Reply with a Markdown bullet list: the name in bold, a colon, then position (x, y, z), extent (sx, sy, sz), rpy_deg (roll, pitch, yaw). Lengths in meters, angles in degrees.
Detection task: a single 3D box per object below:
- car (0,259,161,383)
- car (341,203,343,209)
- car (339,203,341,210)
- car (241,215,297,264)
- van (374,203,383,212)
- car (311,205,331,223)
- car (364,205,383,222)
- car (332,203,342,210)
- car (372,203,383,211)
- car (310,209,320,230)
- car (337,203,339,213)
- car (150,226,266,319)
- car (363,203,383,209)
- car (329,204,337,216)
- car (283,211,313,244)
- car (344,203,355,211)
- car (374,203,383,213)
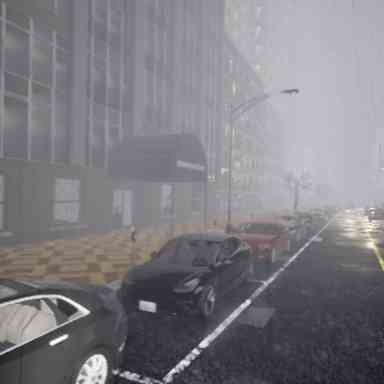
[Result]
- **car**: position (-2.292, 1.534, 2.663), extent (2.008, 1.369, 4.403), rpy_deg (0, -1, 26)
- **car**: position (29.720, 3.135, 69.048), extent (1.752, 1.417, 4.829), rpy_deg (0, -1, 26)
- **car**: position (24.858, 2.803, 58.965), extent (1.967, 1.590, 4.097), rpy_deg (0, -1, 26)
- **car**: position (2.644, 1.779, 12.899), extent (1.887, 1.381, 4.507), rpy_deg (0, -1, 26)
- **van**: position (39.811, 3.209, 70.680), extent (1.690, 1.788, 3.998), rpy_deg (0, -1, 26)
- **car**: position (12.516, 2.288, 33.372), extent (2.008, 1.369, 4.403), rpy_deg (0, -1, 26)
- **car**: position (20.016, 2.492, 35.757), extent (2.033, 1.411, 5.357), rpy_deg (1, -1, 26)
- **car**: position (34.728, 3.429, 79.437), extent (1.947, 1.339, 4.313), rpy_deg (0, -1, 26)
- **car**: position (42.277, 3.433, 75.797), extent (1.967, 1.590, 4.097), rpy_deg (0, -1, 26)
- **car**: position (7.580, 2.068, 23.135), extent (1.802, 1.307, 4.206), rpy_deg (0, -1, 26)
- **car**: position (22.388, 2.820, 53.845), extent (1.802, 1.307, 4.206), rpy_deg (0, -1, 26)
- **car**: position (0.176, 1.674, 7.780), extent (1.947, 1.339, 4.313), rpy_deg (0, -1, 26)
- **car**: position (25.438, 2.712, 47.051), extent (2.128, 1.511, 4.902), rpy_deg (1, -1, 26)
- **car**: position (17.452, 2.538, 43.608), extent (2.008, 1.369, 4.403), rpy_deg (0, -1, 26)
- **car**: position (5.112, 1.911, 18.018), extent (2.008, 1.369, 4.403), rpy_deg (0, -1, 26)
- **car**: position (34.664, 3.270, 73.091), extent (2.128, 1.511, 4.902), rpy_deg (1, -1, 26)
- **car**: position (37.343, 3.058, 65.563), extent (2.192, 1.841, 5.009), rpy_deg (0, -1, 26)
